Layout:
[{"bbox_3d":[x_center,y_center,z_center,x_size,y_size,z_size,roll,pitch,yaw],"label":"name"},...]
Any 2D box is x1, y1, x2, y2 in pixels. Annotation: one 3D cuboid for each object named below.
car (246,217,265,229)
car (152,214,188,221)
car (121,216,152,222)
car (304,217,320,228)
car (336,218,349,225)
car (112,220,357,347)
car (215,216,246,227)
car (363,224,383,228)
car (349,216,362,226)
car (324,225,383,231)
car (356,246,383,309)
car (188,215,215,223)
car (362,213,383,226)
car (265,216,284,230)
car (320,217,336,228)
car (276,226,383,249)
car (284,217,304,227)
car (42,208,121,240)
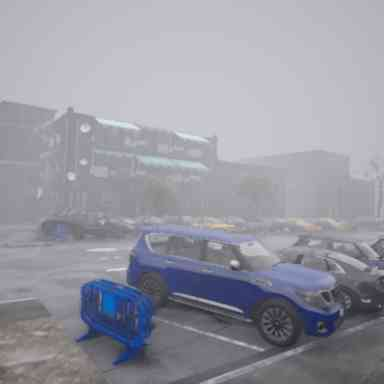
[{"bbox_3d":[3.956,3.095,31.692,4.892,1.521,2.231,0,-3,34],"label":"car"},{"bbox_3d":[-3.215,2.664,26.487,4.892,1.521,2.231,0,-3,34],"label":"car"},{"bbox_3d":[-5.603,2.559,24.745,4.674,1.452,2.002,0,-3,34],"label":"car"},{"bbox_3d":[10.977,3.522,37.002,5.366,1.575,1.946,0,-3,34],"label":"car"},{"bbox_3d":[15.759,3.810,40.475,5.366,1.575,1.946,0,-2,34],"label":"car"},{"bbox_3d":[0.843,2.045,8.450,5.566,2.045,2.435,2,-2,34],"label":"car"},{"bbox_3d":[1.727,2.949,29.861,5.366,1.575,1.946,0,-3,34],"label":"car"},{"bbox_3d":[10.603,2.758,15.539,4.553,1.767,2.185,2,-1,34],"label":"car"},{"bbox_3d":[18.333,3.987,42.106,4.792,1.488,2.163,0,-3,34],"label":"car"},{"bbox_3d":[8.161,2.611,13.757,4.553,1.767,2.185,2,-1,34],"label":"car"},{"bbox_3d":[3.250,2.443,10.221,4.892,1.521,2.231,2,-1,34],"label":"car"},{"bbox_3d":[-0.841,2.681,28.245,4.553,1.767,2.185,0,-3,34],"label":"car"},{"bbox_3d":[25.459,4.263,47.351,4.553,1.767,2.185,0,-3,34],"label":"car"},{"bbox_3d":[6.325,3.267,33.441,4.792,1.488,2.163,0,-2,34],"label":"car"},{"bbox_3d":[13.529,3.670,38.644,5.008,1.535,2.097,0,-3,34],"label":"car"},{"bbox_3d":[5.670,2.462,12.022,4.553,1.767,2.185,2,-2,34],"label":"car"},{"bbox_3d":[8.739,3.382,35.161,5.008,1.535,2.097,0,-3,34],"label":"car"},{"bbox_3d":[-8.012,2.124,23.028,5.566,2.045,2.435,0,-3,34],"label":"car"}]
